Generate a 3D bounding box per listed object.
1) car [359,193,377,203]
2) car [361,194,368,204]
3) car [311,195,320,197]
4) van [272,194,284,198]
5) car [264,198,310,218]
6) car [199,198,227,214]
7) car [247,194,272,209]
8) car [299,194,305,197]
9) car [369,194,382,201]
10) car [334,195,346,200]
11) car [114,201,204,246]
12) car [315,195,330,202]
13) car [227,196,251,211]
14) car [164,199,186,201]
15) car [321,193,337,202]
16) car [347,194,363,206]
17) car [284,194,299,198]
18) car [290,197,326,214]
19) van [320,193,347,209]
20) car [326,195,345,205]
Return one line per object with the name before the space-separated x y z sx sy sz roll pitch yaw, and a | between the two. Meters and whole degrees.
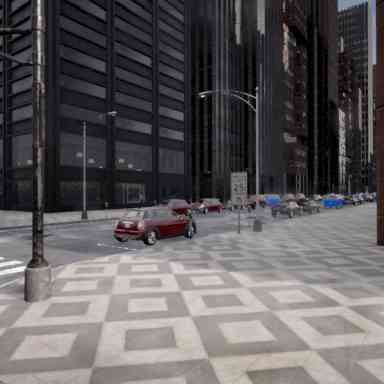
car | 34.522 1.370 65.318 1.887 1.381 4.507 0 0 36
car | 27.971 1.410 56.212 1.947 1.339 4.313 0 0 36
car | 24.317 1.305 65.731 1.967 1.590 4.097 0 0 36
van | 11.213 1.247 47.516 1.690 1.788 3.998 0 0 36
car | 8.317 1.463 28.892 2.008 1.369 4.403 0 0 36
car | 1.386 1.382 33.856 1.967 1.590 4.097 0 0 36
car | 7.937 1.232 42.963 2.192 1.841 5.009 0 0 36
car | 17.764 1.199 56.623 2.192 1.841 5.009 0 0 36
car | 41.073 1.248 74.424 1.967 1.590 4.097 0 0 36
car | 37.420 1.396 83.945 1.947 1.339 4.313 0 0 36
car | -1.510 1.393 15.233 1.967 1.590 4.097 0 0 36
car | 27.593 1.406 70.285 2.008 1.369 4.403 0 0 36
car | 4.662 1.480 38.410 2.008 1.369 4.403 0 0 36
car | -1.890 1.396 29.302 1.967 1.590 4.097 0 0 36
car | 30.868 1.162 74.838 2.192 1.841 5.009 0 0 36
car | 24.695 1.420 51.658 1.947 1.339 4.313 0 0 36
car | 14.489 1.210 52.070 2.192 1.841 5.009 0 0 36
car | 11.593 1.465 33.445 1.947 1.339 4.313 0 0 36
van | 18.143 1.216 42.552 1.690 1.788 3.998 0 0 36
car | 23.798 1.337 54.970 1.882 1.535 5.008 0 0 36
